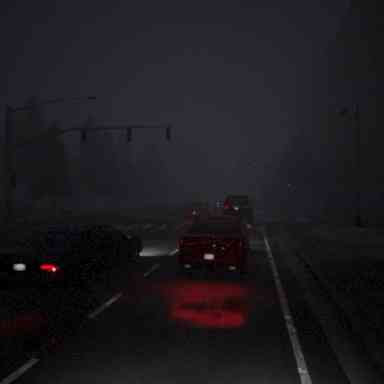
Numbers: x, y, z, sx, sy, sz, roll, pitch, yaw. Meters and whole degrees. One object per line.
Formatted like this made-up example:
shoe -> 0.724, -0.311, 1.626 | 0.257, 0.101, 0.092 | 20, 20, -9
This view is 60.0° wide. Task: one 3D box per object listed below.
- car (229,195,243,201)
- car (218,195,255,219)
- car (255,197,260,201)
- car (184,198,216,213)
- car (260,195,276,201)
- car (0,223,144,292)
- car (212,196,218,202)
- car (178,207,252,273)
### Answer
car -> 11.805, 1.611, 89.359 | 1.812, 1.442, 4.674 | 0, 0, 33
car -> 3.610, 1.268, 25.887 | 2.150, 2.045, 5.566 | 0, 0, 11
car -> 15.583, 1.611, 88.610 | 1.812, 1.442, 4.674 | 0, 0, 40
car -> 0.639, 1.525, 29.083 | 1.882, 1.535, 5.008 | 0, 0, 10
car -> 19.584, 1.564, 88.030 | 1.882, 1.535, 5.008 | 0, 0, 40
car -> -2.996, 1.557, 9.144 | 2.033, 1.411, 5.357 | 0, 0, 11
car -> 5.331, 1.575, 74.803 | 1.837, 1.490, 4.892 | 0, 0, 12
car -> 0.890, 1.488, 10.864 | 1.882, 1.535, 5.008 | 0, 0, 11
